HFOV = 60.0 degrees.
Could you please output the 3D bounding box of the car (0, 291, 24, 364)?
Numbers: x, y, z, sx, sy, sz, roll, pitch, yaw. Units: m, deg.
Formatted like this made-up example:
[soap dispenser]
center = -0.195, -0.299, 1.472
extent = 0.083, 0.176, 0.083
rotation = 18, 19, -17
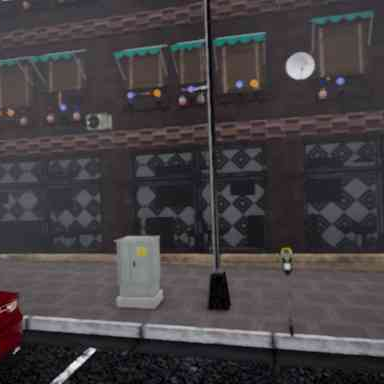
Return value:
[car]
center = -4.393, 1.602, 4.094
extent = 4.507, 1.381, 1.887
rotation = -1, -2, 11
